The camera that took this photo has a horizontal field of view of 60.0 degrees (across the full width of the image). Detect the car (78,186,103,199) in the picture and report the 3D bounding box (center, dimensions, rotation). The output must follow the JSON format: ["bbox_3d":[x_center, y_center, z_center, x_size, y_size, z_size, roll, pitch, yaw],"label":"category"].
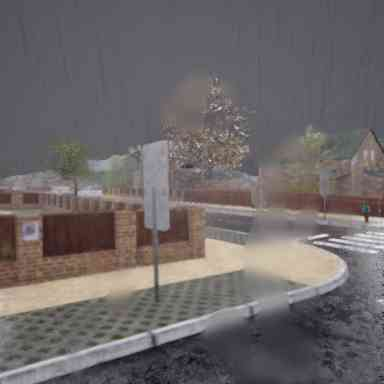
[{"bbox_3d":[-14.861,0.135,48.721,2.150,2.045,5.566,-2,2,-34],"label":"car"}]

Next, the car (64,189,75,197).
[{"bbox_3d":[-20.688,0.214,57.156,2.128,1.511,4.902,-2,2,-33],"label":"car"}]

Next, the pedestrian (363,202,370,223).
[{"bbox_3d":[9.640,1.124,18.334,0.500,1.100,0.500,-1,0,-35],"label":"pedestrian"}]
